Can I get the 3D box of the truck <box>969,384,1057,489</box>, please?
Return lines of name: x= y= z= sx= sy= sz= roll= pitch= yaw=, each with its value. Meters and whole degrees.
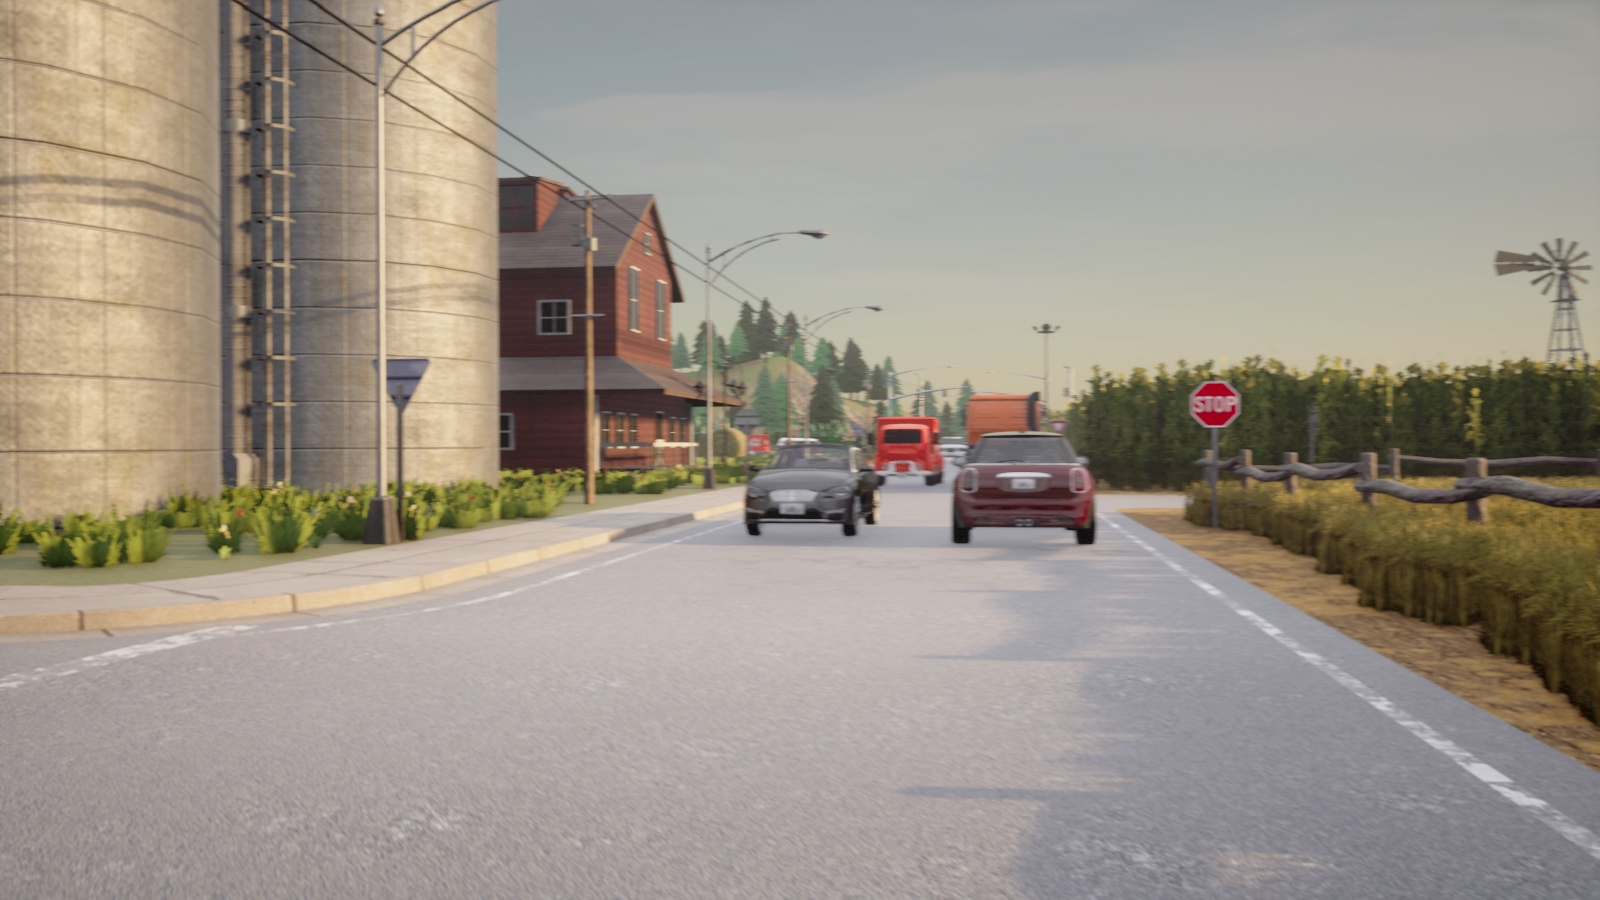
truck: x=7.683 y=-0.458 z=45.647 sx=2.891 sy=3.462 sz=7.936 roll=0 pitch=0 yaw=9

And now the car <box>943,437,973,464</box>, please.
car: x=12.288 y=-0.001 z=97.212 sx=2.150 sy=2.045 sz=5.566 roll=0 pitch=0 yaw=9

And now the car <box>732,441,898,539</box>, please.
car: x=0.411 y=0.603 z=21.844 sx=2.128 sy=1.511 sz=4.902 roll=0 pitch=0 yaw=10

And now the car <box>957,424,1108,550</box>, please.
car: x=3.636 y=0.507 z=20.026 sx=2.097 sy=1.767 sz=4.553 roll=0 pitch=0 yaw=9

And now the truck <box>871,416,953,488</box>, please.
truck: x=4.140 y=0.042 z=45.650 sx=2.627 sy=2.467 sz=5.204 roll=0 pitch=0 yaw=9
